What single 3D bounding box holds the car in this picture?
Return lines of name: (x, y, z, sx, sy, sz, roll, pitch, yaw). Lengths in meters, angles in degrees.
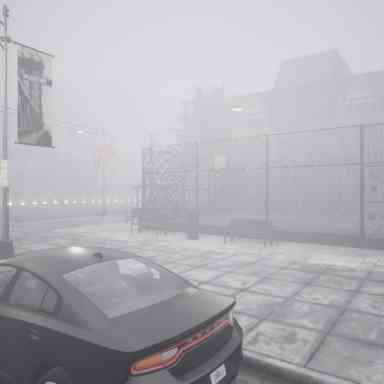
car: (-1.785, 1.480, 4.405, 5.008, 1.535, 2.097, 0, 0, 35)
